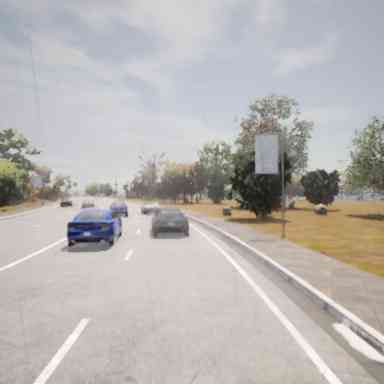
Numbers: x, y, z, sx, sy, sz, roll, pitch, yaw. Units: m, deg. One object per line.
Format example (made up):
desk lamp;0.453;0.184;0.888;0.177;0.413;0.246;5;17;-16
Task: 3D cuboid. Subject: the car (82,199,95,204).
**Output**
car;-15.196;1.754;48.926;1.895;1.301;4.718;0;0;-16

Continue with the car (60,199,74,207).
car;-20.463;1.773;54.393;1.895;1.301;4.718;0;0;-17

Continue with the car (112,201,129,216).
car;-7.411;1.651;33.618;2.033;1.411;5.357;0;0;-13

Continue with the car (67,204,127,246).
car;-4.398;1.529;15.633;1.882;1.535;5.008;0;0;-6

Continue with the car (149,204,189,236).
car;-1.301;1.618;18.948;1.994;1.385;4.181;0;0;-7

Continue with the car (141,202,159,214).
car;-4.551;1.709;36.736;1.895;1.301;4.718;0;0;-13
